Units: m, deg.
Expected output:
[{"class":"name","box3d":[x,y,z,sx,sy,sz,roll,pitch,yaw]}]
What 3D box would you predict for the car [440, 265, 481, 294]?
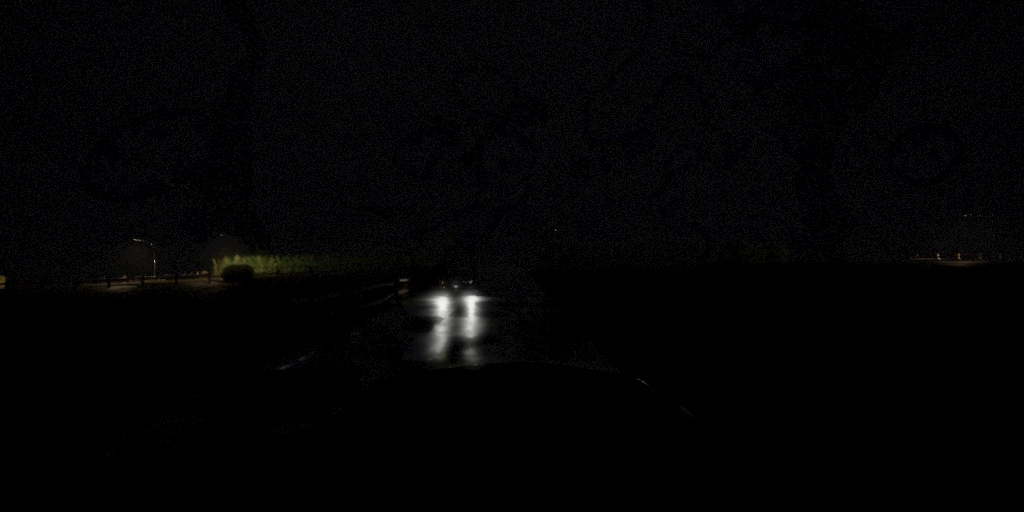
[{"class":"car","box3d":[-2.856,1.308,20.618,1.837,1.490,4.892,0,0,0]}]
